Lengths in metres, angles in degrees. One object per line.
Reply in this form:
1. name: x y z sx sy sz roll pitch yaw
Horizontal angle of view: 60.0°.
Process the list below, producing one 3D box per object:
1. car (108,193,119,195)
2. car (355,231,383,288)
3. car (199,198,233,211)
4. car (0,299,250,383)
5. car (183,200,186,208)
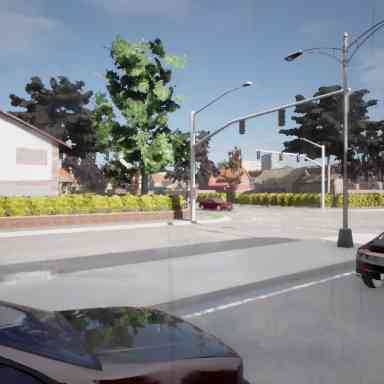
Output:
1. car: -14.818 1.221 64.621 2.150 2.045 5.566 0 0 -35
2. car: 5.859 1.492 7.972 4.902 1.511 2.128 0 0 -35
3. car: 2.852 1.478 40.240 1.882 1.535 5.008 0 0 -36
4. car: -2.055 1.547 2.282 5.357 1.411 2.033 0 0 -35
5. car: -2.564 1.352 47.681 2.097 1.767 4.553 0 0 -36
